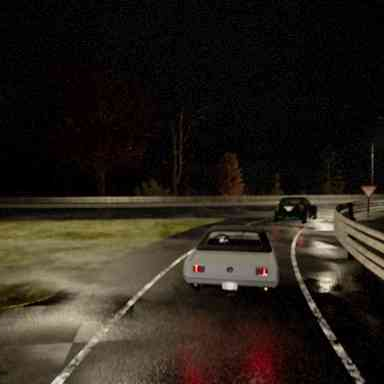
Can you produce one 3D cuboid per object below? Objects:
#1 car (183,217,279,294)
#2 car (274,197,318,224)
[{"bbox_3d":[1.168,1.516,8.633,1.895,1.301,4.718,0,1,11],"label":"car"},{"bbox_3d":[7.333,1.124,23.200,2.097,1.767,4.553,0,1,31],"label":"car"}]
